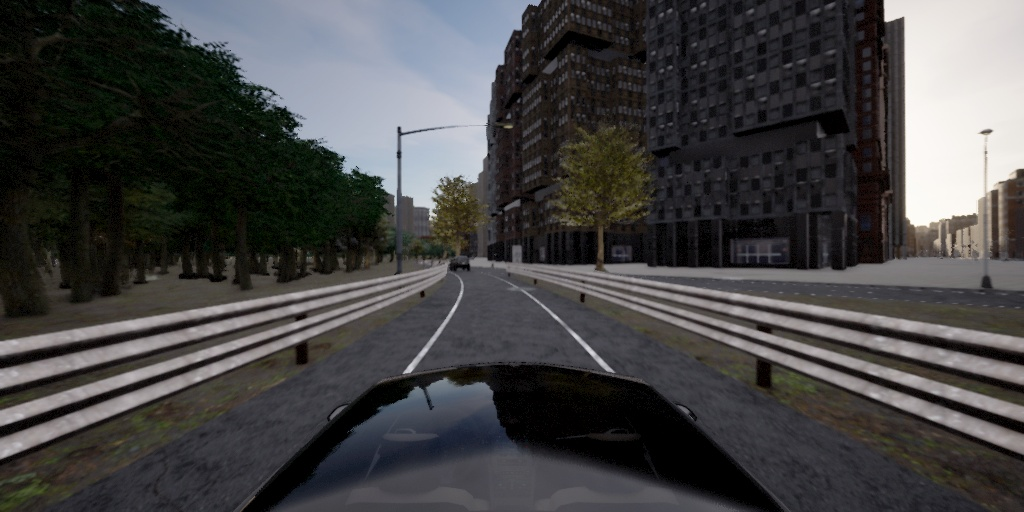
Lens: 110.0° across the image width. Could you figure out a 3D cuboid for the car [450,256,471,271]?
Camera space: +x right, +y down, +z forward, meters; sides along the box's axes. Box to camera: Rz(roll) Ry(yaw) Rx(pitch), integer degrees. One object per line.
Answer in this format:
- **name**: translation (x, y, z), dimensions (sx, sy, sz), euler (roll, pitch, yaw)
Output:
- **car**: translation (-7.273, 1.044, 50.166), dimensions (2.150, 2.045, 5.566), euler (0, 0, -18)
